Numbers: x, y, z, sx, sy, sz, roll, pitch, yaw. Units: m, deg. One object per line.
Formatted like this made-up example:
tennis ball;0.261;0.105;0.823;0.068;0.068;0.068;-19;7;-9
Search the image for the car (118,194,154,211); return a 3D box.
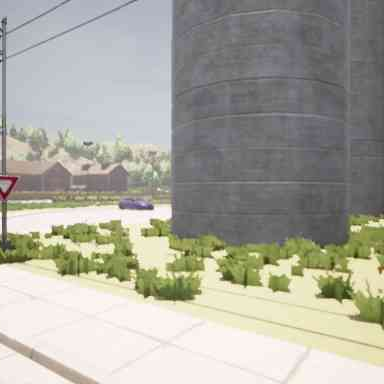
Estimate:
car;-6.676;1.392;39.788;4.611;1.667;2.242;0;0;35
